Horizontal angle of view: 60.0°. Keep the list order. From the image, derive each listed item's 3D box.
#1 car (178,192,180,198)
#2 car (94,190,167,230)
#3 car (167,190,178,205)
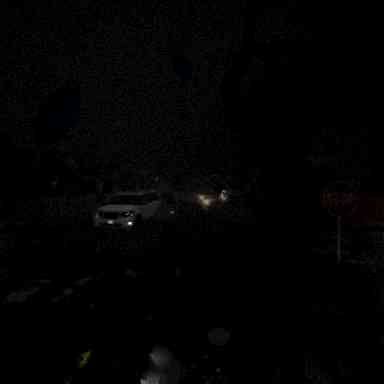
[{"bbox_3d":[-3.327,0.432,65.450,1.812,1.442,4.674,0,1,-1],"label":"car"},{"bbox_3d":[-3.377,0.973,18.767,2.150,2.045,5.566,0,3,12],"label":"car"},{"bbox_3d":[-3.119,0.821,41.892,1.837,1.490,4.892,0,3,-1],"label":"car"}]
